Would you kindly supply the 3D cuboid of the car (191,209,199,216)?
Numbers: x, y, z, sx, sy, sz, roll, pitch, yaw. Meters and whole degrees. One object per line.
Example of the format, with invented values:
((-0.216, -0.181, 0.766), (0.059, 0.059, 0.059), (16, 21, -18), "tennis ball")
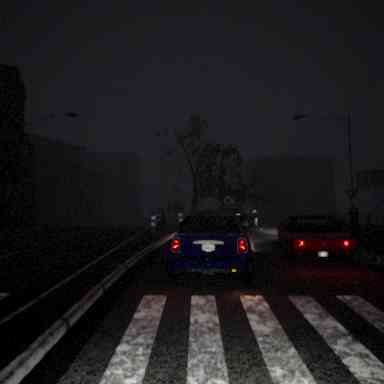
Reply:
((0.855, 5.388, 89.270), (1.837, 1.490, 4.892), (0, 0, 6), "car")

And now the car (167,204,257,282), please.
((0.637, 1.305, 9.918), (2.097, 1.767, 4.553), (0, 0, 7), "car")

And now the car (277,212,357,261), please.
((4.170, 1.482, 11.938), (1.895, 1.301, 4.718), (-1, 1, 9), "car")

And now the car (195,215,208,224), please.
((1.839, 5.536, 67.188), (1.895, 1.301, 4.718), (1, 0, -9), "car")
